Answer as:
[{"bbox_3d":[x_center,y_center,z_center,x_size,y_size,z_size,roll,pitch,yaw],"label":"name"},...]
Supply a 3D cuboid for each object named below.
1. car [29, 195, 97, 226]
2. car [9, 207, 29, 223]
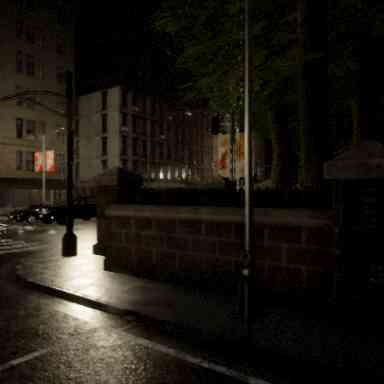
[{"bbox_3d":[-8.474,1.241,24.379,2.150,2.045,5.566,0,0,35],"label":"car"},{"bbox_3d":[-11.477,1.542,25.749,1.837,1.490,4.892,0,0,35],"label":"car"}]
